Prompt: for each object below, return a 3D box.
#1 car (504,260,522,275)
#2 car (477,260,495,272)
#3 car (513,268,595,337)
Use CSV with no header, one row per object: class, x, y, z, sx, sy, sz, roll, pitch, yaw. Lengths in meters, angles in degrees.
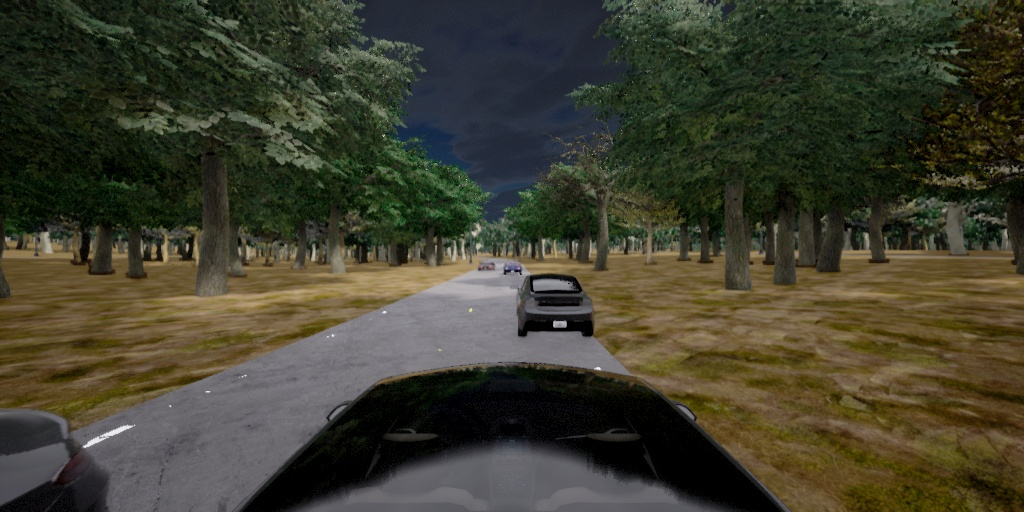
car,0.100,1.261,38.321,1.895,1.301,4.718,0,0,1
car,-3.067,1.195,43.751,1.994,1.385,4.181,0,0,0
car,1.054,1.251,10.286,1.837,1.490,4.892,0,0,0
